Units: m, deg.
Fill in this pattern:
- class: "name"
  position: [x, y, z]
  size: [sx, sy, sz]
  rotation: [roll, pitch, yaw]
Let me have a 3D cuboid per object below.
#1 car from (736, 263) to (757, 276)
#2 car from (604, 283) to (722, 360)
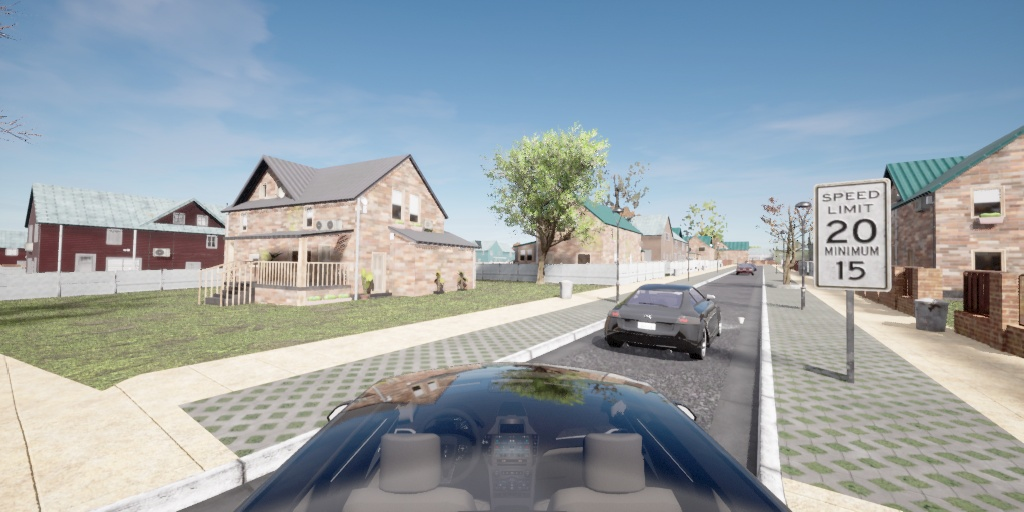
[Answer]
- class: "car"
  position: [28.796, 1.633, 44.232]
  size: [2.033, 1.411, 5.357]
  rotation: [0, 0, 35]
- class: "car"
  position: [3.801, 1.360, 8.704]
  size: [1.994, 1.385, 4.181]
  rotation: [0, 0, 35]
